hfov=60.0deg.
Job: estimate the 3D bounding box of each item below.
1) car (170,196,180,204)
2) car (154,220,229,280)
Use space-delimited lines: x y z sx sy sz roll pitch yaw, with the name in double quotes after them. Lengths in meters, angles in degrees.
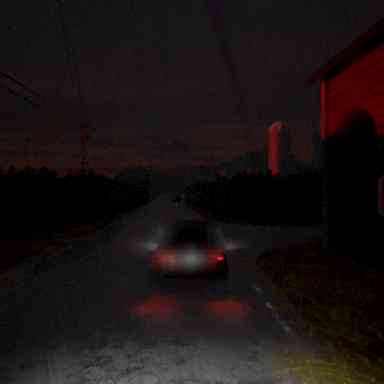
-3.380 1.521 64.636 2.128 1.511 4.902 0 0 -4 "car"
-0.054 1.552 9.925 2.033 1.411 5.357 0 0 -1 "car"
